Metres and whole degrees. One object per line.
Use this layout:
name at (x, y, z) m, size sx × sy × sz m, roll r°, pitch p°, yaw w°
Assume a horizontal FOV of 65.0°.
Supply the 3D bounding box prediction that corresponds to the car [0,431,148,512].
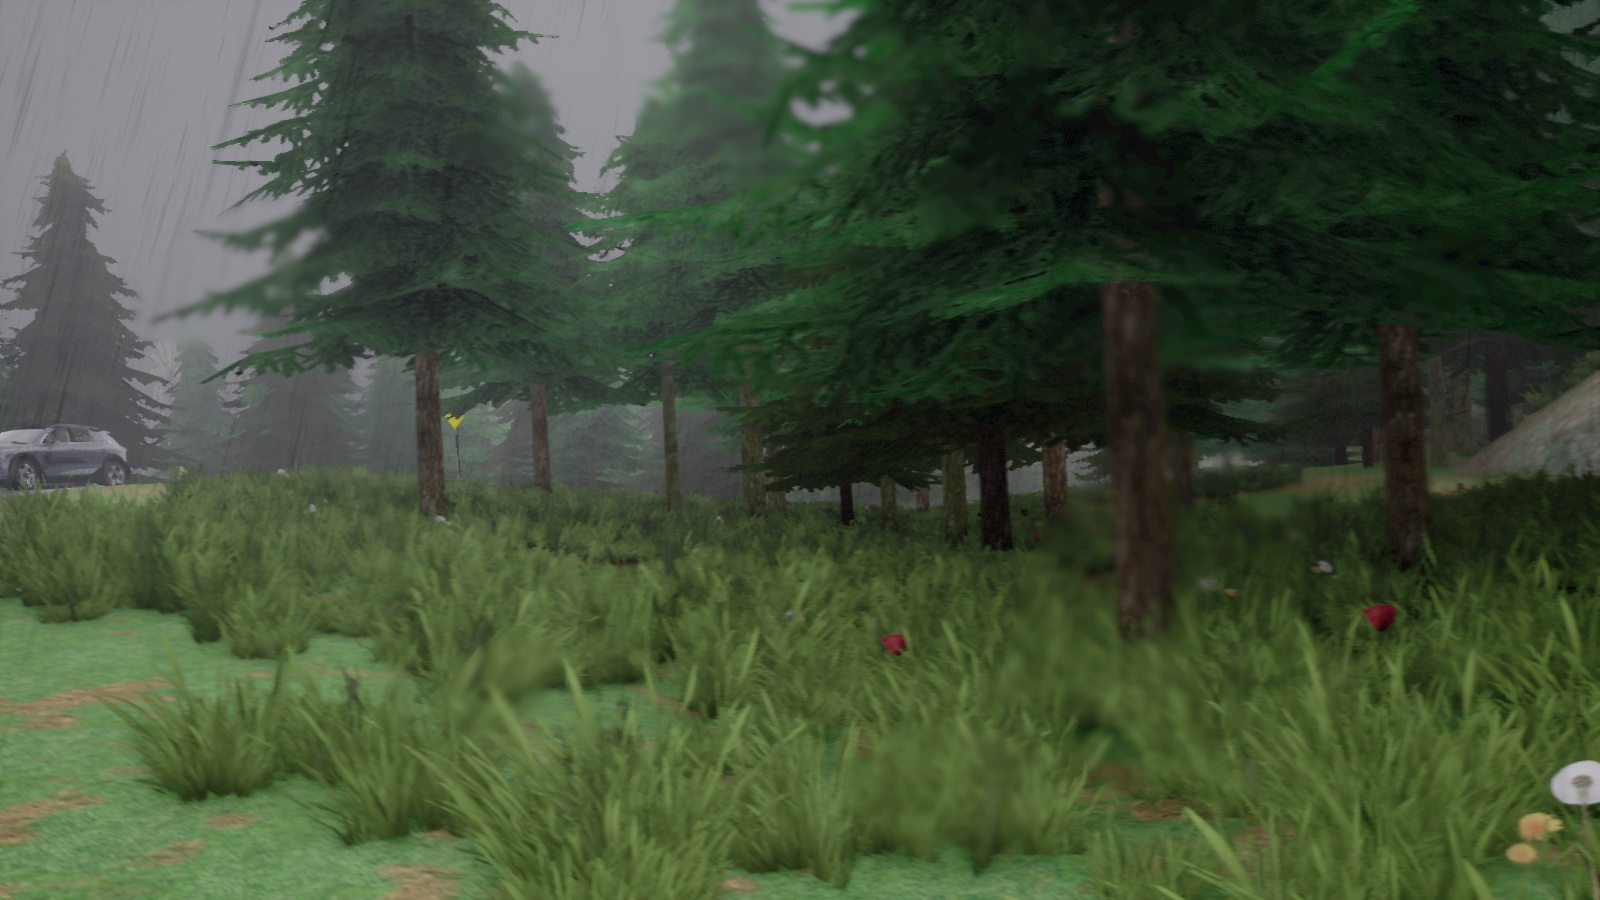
car at (-17.742, 0.536, 29.198) m, size 2.033 × 1.649 × 4.856 m, roll -5°, pitch -2°, yaw 8°
